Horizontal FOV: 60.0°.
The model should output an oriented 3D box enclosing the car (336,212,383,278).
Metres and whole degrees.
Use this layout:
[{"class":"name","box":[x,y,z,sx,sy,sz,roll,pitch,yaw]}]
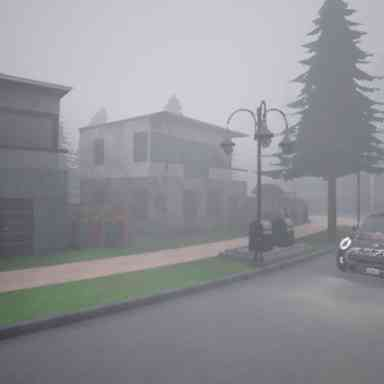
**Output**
[{"class":"car","box":[6.104,1.431,10.065,2.097,1.767,4.553,0,0,43]}]
